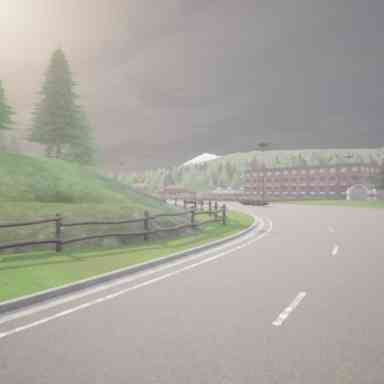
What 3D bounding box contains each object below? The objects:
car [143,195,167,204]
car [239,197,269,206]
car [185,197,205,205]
[{"bbox_3d":[-6.922,1.597,63.762,1.895,1.301,4.718,0,0,-40],"label":"car"},{"bbox_3d":[9.806,1.540,53.076,2.033,1.411,5.357,0,0,-31],"label":"car"},{"bbox_3d":[0.420,1.559,60.125,1.994,1.385,4.181,0,0,-38],"label":"car"}]
